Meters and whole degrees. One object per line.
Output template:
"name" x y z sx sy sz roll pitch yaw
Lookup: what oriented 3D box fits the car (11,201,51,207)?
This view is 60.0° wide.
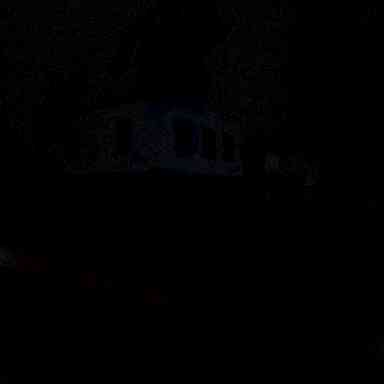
"car" -14.724 1.528 29.203 2.033 1.411 5.357 0 0 29
